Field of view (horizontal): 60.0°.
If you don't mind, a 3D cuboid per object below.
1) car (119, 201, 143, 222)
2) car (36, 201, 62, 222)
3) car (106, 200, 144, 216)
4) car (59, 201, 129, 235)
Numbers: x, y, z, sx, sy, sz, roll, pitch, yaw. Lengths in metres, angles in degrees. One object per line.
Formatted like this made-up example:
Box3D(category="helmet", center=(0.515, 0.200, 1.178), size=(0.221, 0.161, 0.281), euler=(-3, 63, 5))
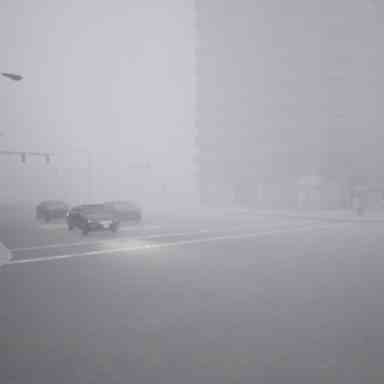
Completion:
Box3D(category="car", center=(-5.449, 1.407, 24.644), size=(1.882, 1.535, 5.008), euler=(-1, 0, -35))
Box3D(category="car", center=(-11.021, 1.428, 26.464), size=(1.882, 1.535, 5.008), euler=(-1, 0, -35))
Box3D(category="car", center=(-6.664, 1.488, 32.695), size=(1.895, 1.301, 4.718), euler=(-1, 0, -36))
Box3D(category="car", center=(-5.684, 1.459, 18.852), size=(2.128, 1.511, 4.902), euler=(-1, 0, -34))
